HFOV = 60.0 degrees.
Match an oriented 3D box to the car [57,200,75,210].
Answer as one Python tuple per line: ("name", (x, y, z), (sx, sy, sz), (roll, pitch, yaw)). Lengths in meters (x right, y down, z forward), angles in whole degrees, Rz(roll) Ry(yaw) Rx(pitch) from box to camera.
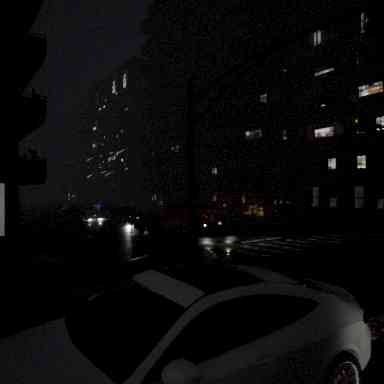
("car", (-25.122, 2.524, 66.278), (2.192, 1.841, 5.009), (-1, 0, -36))

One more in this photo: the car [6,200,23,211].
("car", (-35.169, 2.640, 65.917), (2.192, 1.841, 5.009), (-1, 0, -36))

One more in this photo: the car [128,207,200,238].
("car", (-1.829, 1.833, 19.920), (1.752, 1.417, 4.829), (-1, 0, -36))

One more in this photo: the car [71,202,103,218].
("car", (-12.198, 2.234, 38.685), (2.033, 1.411, 5.357), (0, -1, -36))

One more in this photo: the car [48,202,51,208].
("car", (-28.446, 2.624, 70.865), (2.192, 1.841, 5.009), (-1, 0, -36))

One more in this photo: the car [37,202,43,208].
("car", (-35.087, 3.050, 80.036), (1.887, 1.381, 4.507), (-1, 0, -36))

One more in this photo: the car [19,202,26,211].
("car", (-31.840, 2.770, 61.332), (1.887, 1.381, 4.507), (-1, 0, -36))

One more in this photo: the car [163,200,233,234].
("car", (0.013, 1.532, 21.804), (2.150, 2.045, 5.566), (0, -1, -36))

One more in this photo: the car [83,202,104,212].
("car", (-16.368, 2.433, 55.051), (1.882, 1.535, 5.008), (0, -1, -36))

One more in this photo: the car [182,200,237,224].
("car", (1.464, 1.713, 29.592), (2.192, 1.841, 5.009), (-1, 0, -36))

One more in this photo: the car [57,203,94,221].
("car", (-11.899, 2.163, 33.816), (1.887, 1.381, 4.507), (-1, 0, -36))

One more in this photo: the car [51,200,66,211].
("car", (-22.676, 2.570, 58.574), (2.128, 1.511, 4.902), (0, -1, -36))

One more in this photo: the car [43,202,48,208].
("car", (-31.763, 2.973, 75.450), (1.947, 1.339, 4.313), (-1, 0, -36))

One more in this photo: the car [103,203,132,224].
("car", (-6.048, 2.003, 30.181), (1.837, 1.490, 4.892), (0, -1, -36))

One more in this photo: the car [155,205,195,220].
("car", (-1.853, 2.045, 34.177), (1.887, 1.381, 4.507), (-1, 0, -36))

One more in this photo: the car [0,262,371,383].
("car", (-0.106, 1.524, 3.238), (4.674, 1.442, 1.812), (0, 0, -34))

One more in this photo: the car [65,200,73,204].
("car", (-17.501, 2.273, 51.435), (2.097, 1.767, 4.553), (0, -1, -36))
